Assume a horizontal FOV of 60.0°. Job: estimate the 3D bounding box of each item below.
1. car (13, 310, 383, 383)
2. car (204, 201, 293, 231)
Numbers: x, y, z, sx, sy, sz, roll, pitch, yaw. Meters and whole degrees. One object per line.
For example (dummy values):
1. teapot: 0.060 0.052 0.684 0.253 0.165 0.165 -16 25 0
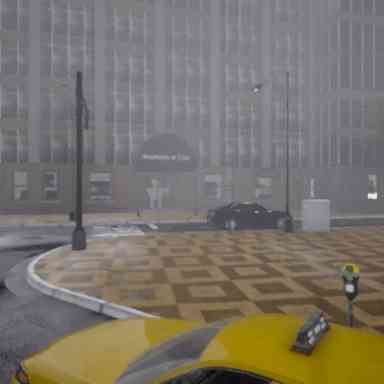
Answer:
1. car: 0.558 1.519 2.329 4.829 1.417 1.752 1 0 36
2. car: 3.080 1.259 18.032 4.892 1.490 1.837 0 0 -14
